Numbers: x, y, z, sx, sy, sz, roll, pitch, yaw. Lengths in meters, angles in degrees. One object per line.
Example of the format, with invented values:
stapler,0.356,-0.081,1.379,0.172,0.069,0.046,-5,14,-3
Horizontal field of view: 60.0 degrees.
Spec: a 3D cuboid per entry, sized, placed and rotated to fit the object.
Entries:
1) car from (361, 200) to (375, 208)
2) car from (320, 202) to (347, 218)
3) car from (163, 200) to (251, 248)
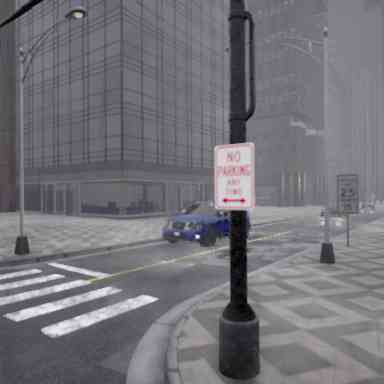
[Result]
car,30.508,2.187,57.569,1.837,1.490,4.892,0,-1,36
car,15.901,1.876,37.216,2.097,1.767,4.553,0,-1,36
car,0.964,1.455,16.406,2.150,2.045,5.566,0,-1,36
